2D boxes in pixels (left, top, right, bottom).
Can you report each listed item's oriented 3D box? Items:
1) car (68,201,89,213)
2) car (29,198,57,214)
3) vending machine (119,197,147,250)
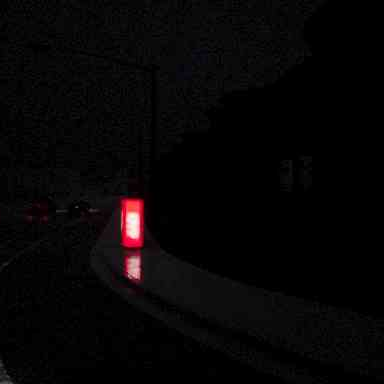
[{"bbox_3d":[-13.643,1.711,40.259,1.994,1.385,4.181,0,0,-11],"label":"car"},{"bbox_3d":[-16.607,1.462,37.243,2.097,1.767,4.553,0,0,-11],"label":"car"},{"bbox_3d":[-2.458,1.263,13.757,1.100,2.100,0.880,0,0,-11],"label":"vending machine"}]
